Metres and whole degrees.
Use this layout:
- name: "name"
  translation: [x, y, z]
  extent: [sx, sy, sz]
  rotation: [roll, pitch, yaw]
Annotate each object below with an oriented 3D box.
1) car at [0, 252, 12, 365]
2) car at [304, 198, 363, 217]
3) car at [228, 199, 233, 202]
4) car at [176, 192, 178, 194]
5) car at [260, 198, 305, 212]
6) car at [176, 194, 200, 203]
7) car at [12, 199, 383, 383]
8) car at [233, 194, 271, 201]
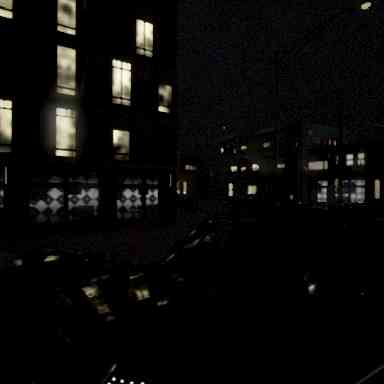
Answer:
- name: "car"
  translation: [-2.694, 1.565, 4.633]
  extent: [4.313, 1.339, 1.947]
  rotation: [0, 0, -36]
- name: "car"
  translation: [12.543, 1.339, 29.771]
  extent: [1.887, 1.381, 4.507]
  rotation: [1, 0, -36]
- name: "car"
  translation: [5.966, 1.097, 38.703]
  extent: [1.967, 1.590, 4.097]
  rotation: [1, 0, -36]
- name: "car"
  translation: [-0.614, 1.068, 47.632]
  extent: [2.008, 1.369, 4.403]
  rotation: [1, 0, -36]
- name: "car"
  translation: [9.254, 1.307, 34.236]
  extent: [1.802, 1.307, 4.206]
  rotation: [1, 0, -36]
- name: "car"
  translation: [-0.783, 1.208, 33.732]
  extent: [1.802, 1.307, 4.206]
  rotation: [1, 0, -36]
- name: "car"
  translation: [1.076, 1.217, 4.138]
  extent: [5.566, 2.045, 2.150]
  rotation: [0, 0, -35]
- name: "car"
  translation: [5.801, 1.078, 24.801]
  extent: [2.192, 1.841, 5.009]
  rotation: [1, 0, -36]
